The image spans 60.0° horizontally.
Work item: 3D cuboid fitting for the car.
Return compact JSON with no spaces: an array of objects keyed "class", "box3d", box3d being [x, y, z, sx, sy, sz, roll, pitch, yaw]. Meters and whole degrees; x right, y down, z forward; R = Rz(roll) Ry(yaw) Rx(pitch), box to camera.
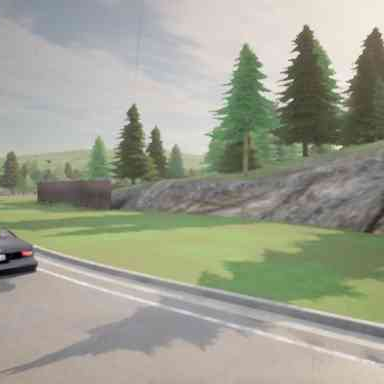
[{"class":"car","box3d":[-6.018,1.450,8.879,5.357,1.411,2.033,1,0,42]}]
